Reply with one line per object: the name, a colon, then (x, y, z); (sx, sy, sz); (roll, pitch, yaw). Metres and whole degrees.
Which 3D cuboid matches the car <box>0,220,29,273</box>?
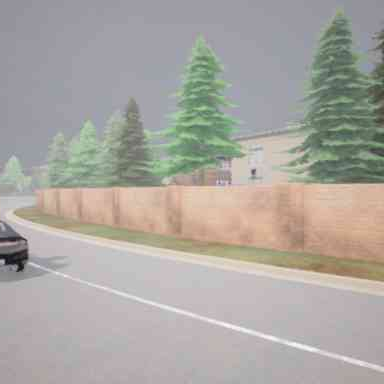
car: (-6.445, 1.499, 9.674); (4.902, 1.511, 2.128); (0, 0, 43)
